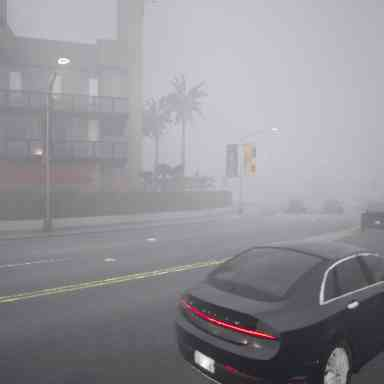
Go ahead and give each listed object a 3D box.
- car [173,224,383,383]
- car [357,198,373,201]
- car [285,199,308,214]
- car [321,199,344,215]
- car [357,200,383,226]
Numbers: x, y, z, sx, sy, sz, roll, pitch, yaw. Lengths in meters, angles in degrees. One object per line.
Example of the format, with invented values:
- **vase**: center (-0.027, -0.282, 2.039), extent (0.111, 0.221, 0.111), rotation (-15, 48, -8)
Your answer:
- **car**: center (1.984, 1.504, 5.031), extent (4.892, 1.490, 1.837), rotation (0, 1, -40)
- **car**: center (17.699, 1.551, 32.769), extent (1.994, 1.385, 4.181), rotation (0, 0, 16)
- **car**: center (10.961, 1.487, 34.927), extent (1.837, 1.490, 4.892), rotation (0, 0, 16)
- **car**: center (14.437, 1.489, 34.382), extent (1.837, 1.490, 4.892), rotation (0, 0, 16)
- **car**: center (11.348, 1.469, 19.683), extent (1.882, 1.535, 5.008), rotation (0, 0, 36)
